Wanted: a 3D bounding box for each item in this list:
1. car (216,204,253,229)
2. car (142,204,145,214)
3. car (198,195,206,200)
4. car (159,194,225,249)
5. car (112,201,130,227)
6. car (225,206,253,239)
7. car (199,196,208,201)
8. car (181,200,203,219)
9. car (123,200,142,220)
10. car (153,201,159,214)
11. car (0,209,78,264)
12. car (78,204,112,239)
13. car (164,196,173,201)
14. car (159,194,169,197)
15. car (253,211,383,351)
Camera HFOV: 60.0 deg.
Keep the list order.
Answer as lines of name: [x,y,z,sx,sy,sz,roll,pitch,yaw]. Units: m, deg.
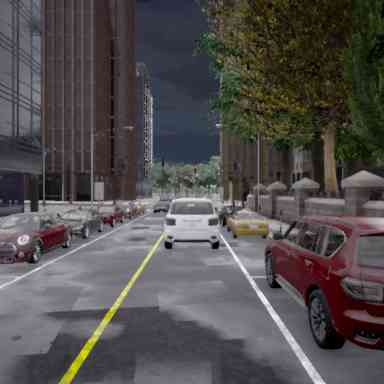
car: [2.762,1.567,22.533,1.947,1.339,4.313,0,0,0]
car: [-5.763,1.529,33.275,1.752,1.417,4.829,0,0,0]
car: [2.762,1.582,92.603,1.887,1.381,4.507,0,0,0]
car: [0.000,1.259,14.680,2.150,2.045,5.566,0,0,0]
car: [-5.763,1.546,22.531,1.887,1.381,4.507,0,0,0]
car: [2.762,1.526,17.246,1.752,1.417,4.829,0,0,0]
car: [2.762,1.580,81.727,2.008,1.369,4.403,0,0,0]
car: [0.000,1.537,29.650,1.812,1.442,4.674,0,0,0]
car: [-5.763,1.443,27.988,1.967,1.590,4.097,0,0,0]
car: [-3.000,1.608,35.651,2.033,1.411,5.357,0,0,0]
car: [-5.763,1.440,11.617,1.967,1.590,4.097,0,0,0]
car: [-5.763,1.551,17.074,2.008,1.369,4.403,0,0,0]
car: [-5.763,1.611,81.728,1.802,1.307,4.206,0,0,0]
car: [-5.763,1.337,70.853,2.192,1.841,5.009,0,0,0]
car: [2.762,1.314,6.163,2.192,1.841,5.009,0,0,0]
